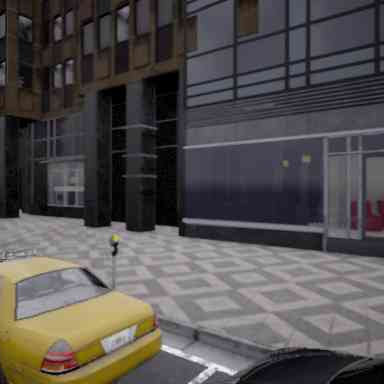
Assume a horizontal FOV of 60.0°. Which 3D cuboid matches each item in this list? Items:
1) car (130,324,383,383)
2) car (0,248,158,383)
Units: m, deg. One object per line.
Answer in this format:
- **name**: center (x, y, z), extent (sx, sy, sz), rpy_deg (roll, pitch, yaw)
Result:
- **car**: center (1.957, 1.568, 1.567), extent (4.313, 1.339, 1.947), rpy_deg (0, 0, 35)
- **car**: center (-2.648, 1.508, 4.851), extent (4.829, 1.417, 1.752), rpy_deg (0, 0, 35)
